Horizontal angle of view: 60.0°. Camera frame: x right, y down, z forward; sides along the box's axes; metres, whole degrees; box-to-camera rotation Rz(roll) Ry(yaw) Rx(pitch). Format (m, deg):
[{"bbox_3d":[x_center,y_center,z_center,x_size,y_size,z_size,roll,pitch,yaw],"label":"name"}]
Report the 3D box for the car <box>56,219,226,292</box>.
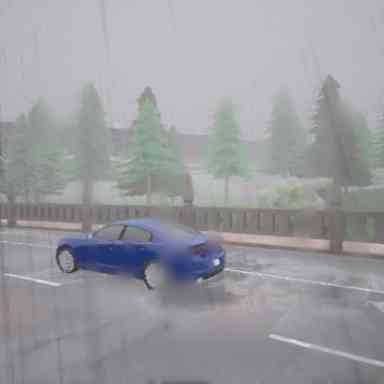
[{"bbox_3d":[-1.542,1.454,8.904,5.008,1.535,1.882,0,0,32],"label":"car"}]
